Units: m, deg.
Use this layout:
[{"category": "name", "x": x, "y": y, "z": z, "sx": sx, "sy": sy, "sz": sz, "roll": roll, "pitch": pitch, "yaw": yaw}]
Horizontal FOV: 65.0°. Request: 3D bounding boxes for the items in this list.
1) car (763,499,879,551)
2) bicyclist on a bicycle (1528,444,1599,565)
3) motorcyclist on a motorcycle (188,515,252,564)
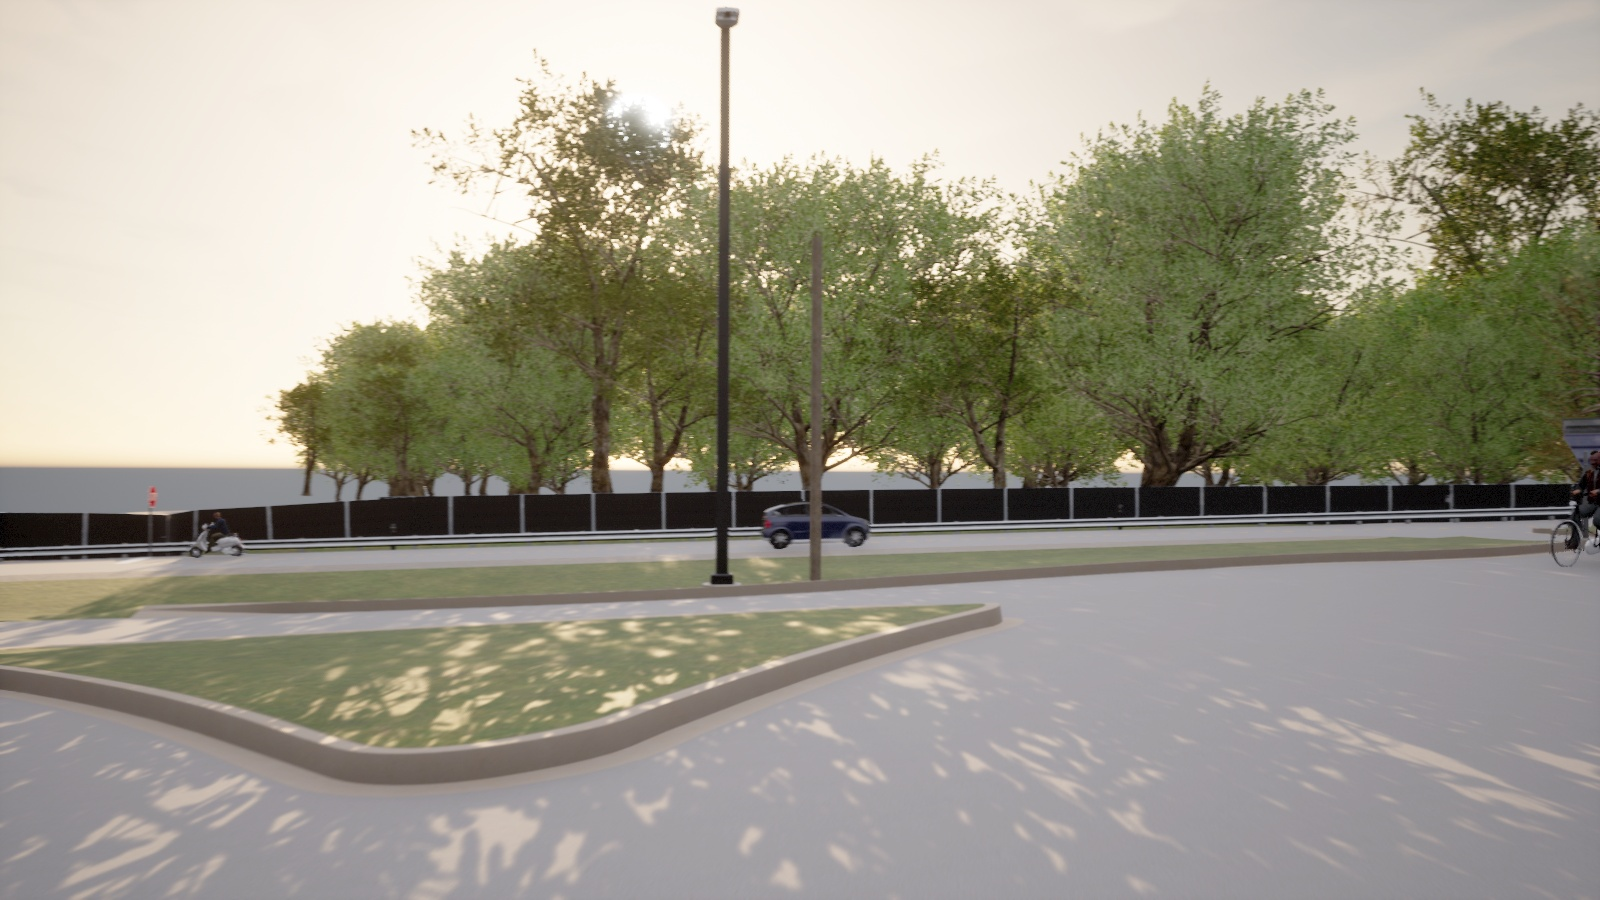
[{"category": "car", "x": 0.671, "y": 2.514, "z": 42.460, "sx": 3.705, "sy": 1.549, "sz": 1.789, "roll": -2, "pitch": -1, "yaw": -5}, {"category": "bicyclist on a bicycle", "x": 12.061, "y": 0.804, "z": 19.177, "sx": 1.843, "sy": 1.776, "sz": 0.659, "roll": -1, "pitch": 0, "yaw": -25}, {"category": "motorcyclist on a motorcycle", "x": -20.195, "y": 3.121, "z": 43.735, "sx": 1.817, "sy": 1.590, "sz": 0.866, "roll": -2, "pitch": 0, "yaw": -9}]
